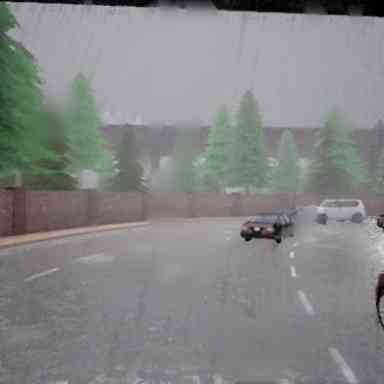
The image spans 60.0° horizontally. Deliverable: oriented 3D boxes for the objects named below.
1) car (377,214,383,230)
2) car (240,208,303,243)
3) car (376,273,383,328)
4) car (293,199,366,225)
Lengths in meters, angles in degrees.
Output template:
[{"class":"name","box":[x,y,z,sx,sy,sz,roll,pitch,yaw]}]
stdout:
[{"class":"car","box":[14.244,1.843,21.251,4.902,1.511,2.128,1,-1,-17]},{"class":"car","box":[4.186,1.787,17.553,2.033,1.411,5.357,0,-1,28]},{"class":"car","box":[3.969,1.551,3.795,1.882,1.535,5.008,0,-1,5]},{"class":"car","box":[11.799,1.636,27.935,5.566,2.045,2.150,1,-1,-14]}]
